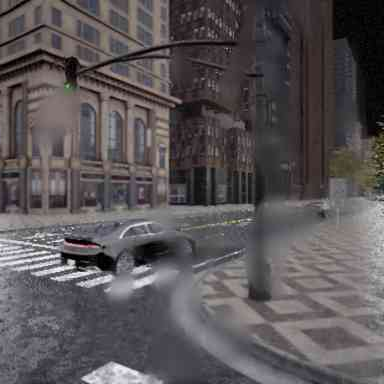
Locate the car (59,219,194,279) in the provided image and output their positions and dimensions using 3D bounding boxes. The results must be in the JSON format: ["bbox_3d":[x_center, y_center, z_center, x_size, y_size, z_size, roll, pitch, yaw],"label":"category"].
[{"bbox_3d":[-1.782,1.612,10.612,2.128,1.511,4.902,0,0,33],"label":"car"}]

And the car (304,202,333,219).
[{"bbox_3d":[12.019,1.735,31.517,1.837,1.490,4.892,0,0,33],"label":"car"}]
